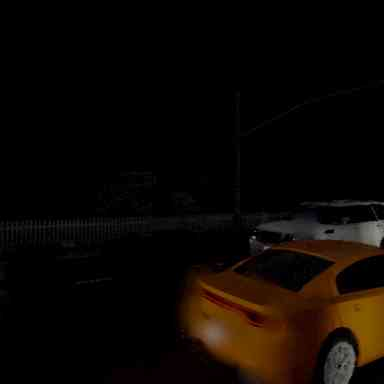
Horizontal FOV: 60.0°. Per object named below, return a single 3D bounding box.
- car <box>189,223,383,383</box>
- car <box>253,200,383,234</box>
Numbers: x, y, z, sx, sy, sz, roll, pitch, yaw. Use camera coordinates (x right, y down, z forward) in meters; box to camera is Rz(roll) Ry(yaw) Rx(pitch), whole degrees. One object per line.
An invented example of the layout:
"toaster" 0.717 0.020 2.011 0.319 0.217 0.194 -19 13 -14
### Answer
"car" 2.358 1.509 5.190 5.008 1.535 1.882 0 0 -31
"car" 4.459 1.285 10.798 5.566 2.045 2.150 0 0 -32
